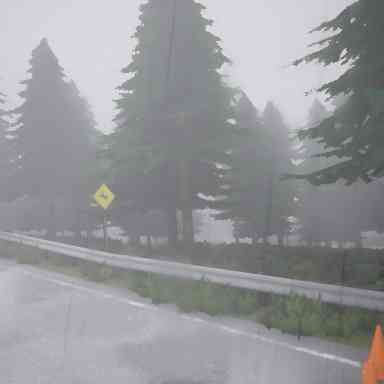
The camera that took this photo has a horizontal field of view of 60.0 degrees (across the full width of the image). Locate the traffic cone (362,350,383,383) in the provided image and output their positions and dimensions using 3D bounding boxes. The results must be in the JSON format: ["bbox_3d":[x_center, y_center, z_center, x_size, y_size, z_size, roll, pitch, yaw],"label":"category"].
[{"bbox_3d":[1.773,1.956,3.297,0.340,0.580,0.340,0,0,34],"label":"traffic cone"}]

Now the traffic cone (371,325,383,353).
[{"bbox_3d":[2.321,1.956,4.130,0.340,0.580,0.340,0,0,34],"label":"traffic cone"}]
